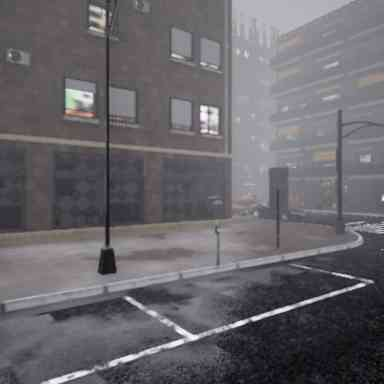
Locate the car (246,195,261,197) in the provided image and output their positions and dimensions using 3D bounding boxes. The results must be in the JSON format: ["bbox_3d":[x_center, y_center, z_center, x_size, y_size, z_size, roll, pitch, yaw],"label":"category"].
[{"bbox_3d":[6.402,1.058,38.044,1.967,1.590,4.097,1,0,-36],"label":"car"}]

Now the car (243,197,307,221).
[{"bbox_3d":[6.163,1.323,24.137,2.008,1.369,4.403,1,0,-36],"label":"car"}]

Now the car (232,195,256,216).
[{"bbox_3d":[2.986,1.222,28.500,1.752,1.417,4.829,1,0,-36],"label":"car"}]
